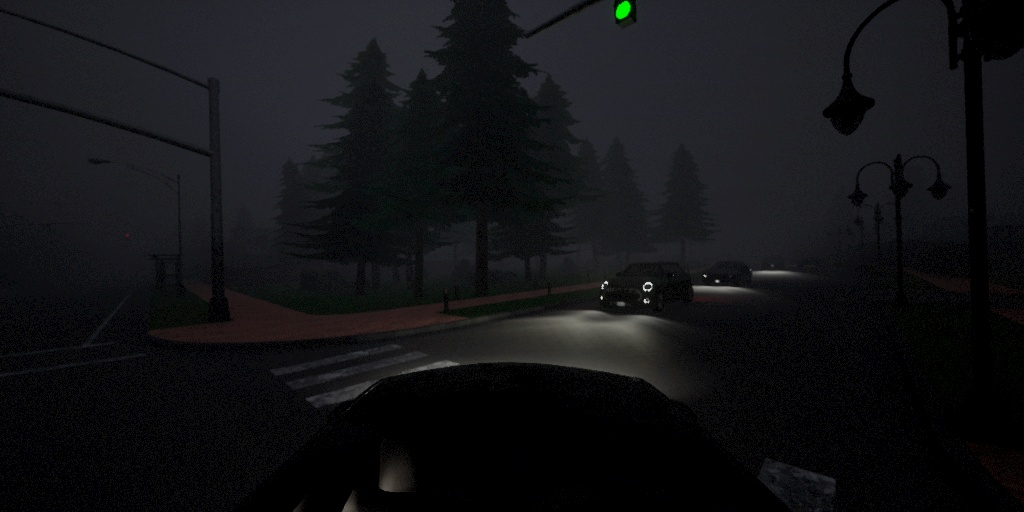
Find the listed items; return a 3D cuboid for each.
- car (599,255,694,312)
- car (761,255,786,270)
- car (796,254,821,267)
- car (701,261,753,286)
[{"bbox_3d":[5.229,1.008,13.782,2.097,1.767,4.553,-2,0,44],"label":"car"},{"bbox_3d":[27.345,0.666,37.472,2.128,1.511,4.902,-2,0,39],"label":"car"},{"bbox_3d":[35.606,0.508,43.171,1.812,1.442,4.674,-1,0,32],"label":"car"},{"bbox_3d":[13.633,1.018,22.542,2.033,1.411,5.357,-2,0,44],"label":"car"}]
